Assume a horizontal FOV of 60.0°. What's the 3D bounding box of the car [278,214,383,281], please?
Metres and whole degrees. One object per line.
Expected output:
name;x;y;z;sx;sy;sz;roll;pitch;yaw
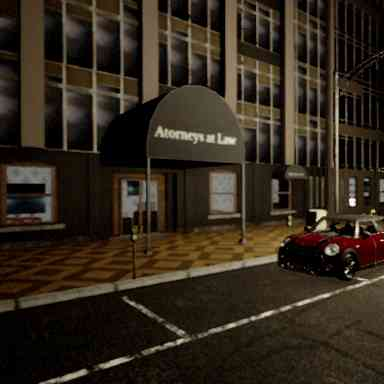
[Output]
car;4.360;1.409;9.670;4.097;1.590;1.967;0;0;-35
